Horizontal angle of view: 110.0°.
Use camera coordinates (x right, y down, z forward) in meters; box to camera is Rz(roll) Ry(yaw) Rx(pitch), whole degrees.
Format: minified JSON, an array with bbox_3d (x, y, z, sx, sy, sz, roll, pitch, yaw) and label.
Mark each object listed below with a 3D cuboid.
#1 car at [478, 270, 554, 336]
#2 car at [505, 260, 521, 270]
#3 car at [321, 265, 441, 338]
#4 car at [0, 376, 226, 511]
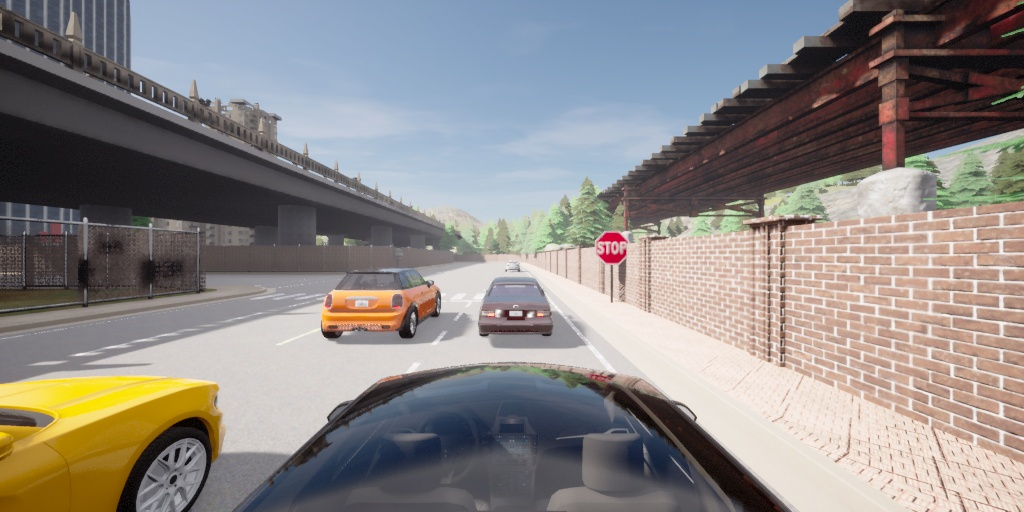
[{"bbox_3d":[0.082,1.297,10.304,2.033,1.411,5.357,0,0,0],"label":"car"},{"bbox_3d":[0.083,1.276,46.187,1.812,1.442,4.674,0,0,-1],"label":"car"},{"bbox_3d":[-3.419,1.102,10.283,2.097,1.767,4.553,0,0,0],"label":"car"},{"bbox_3d":[-3.396,1.228,1.025,1.882,1.535,5.008,0,0,0],"label":"car"}]
